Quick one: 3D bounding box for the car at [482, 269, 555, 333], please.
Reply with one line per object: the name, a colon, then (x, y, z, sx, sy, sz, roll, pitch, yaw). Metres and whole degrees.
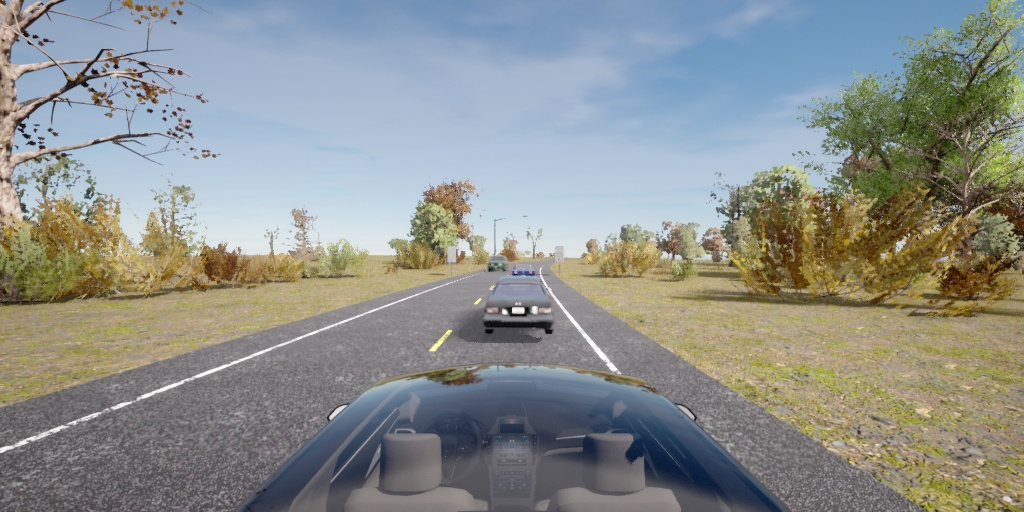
car: (0.228, 1.299, 10.764, 2.033, 1.411, 5.357, 0, 0, 2)

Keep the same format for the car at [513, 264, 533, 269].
car: (0.996, 1.353, 30.739, 1.895, 1.301, 4.718, 0, 0, 2)

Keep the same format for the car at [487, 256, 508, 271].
car: (-1.735, 0.973, 45.670, 2.150, 2.045, 5.566, 0, 0, 5)
